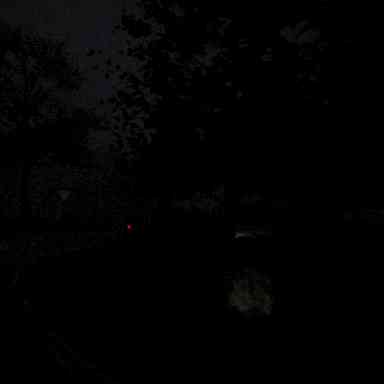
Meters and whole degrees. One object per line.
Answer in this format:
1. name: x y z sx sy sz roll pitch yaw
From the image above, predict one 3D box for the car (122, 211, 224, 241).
1. car: -0.871 1.686 17.289 5.357 1.411 2.033 0 0 -16
